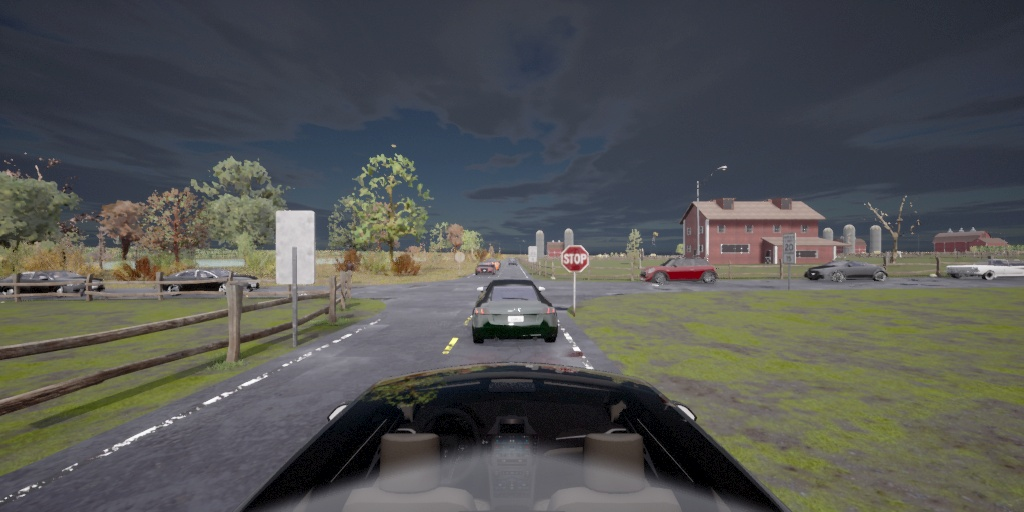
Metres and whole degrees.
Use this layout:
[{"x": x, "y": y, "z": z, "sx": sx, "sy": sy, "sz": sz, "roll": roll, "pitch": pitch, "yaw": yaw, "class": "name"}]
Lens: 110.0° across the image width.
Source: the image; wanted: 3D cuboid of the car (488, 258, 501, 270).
[{"x": -2.770, "y": 1.095, "z": 48.187, "sx": 2.097, "sy": 1.767, "sz": 4.553, "roll": 0, "pitch": 0, "yaw": 0, "class": "car"}]

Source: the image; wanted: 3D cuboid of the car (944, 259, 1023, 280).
[{"x": 31.432, "y": 0.859, "z": 23.303, "sx": 4.718, "sy": 1.301, "sz": 1.895, "roll": -1, "pitch": 0, "yaw": 1, "class": "car"}]

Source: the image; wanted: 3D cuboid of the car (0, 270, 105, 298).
[{"x": -26.843, "y": 1.603, "z": 20.998, "sx": 4.902, "sy": 1.511, "sz": 2.128, "roll": -1, "pitch": 0, "yaw": 2, "class": "car"}]

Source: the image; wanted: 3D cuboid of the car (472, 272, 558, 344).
[{"x": -0.009, "y": 1.312, "z": 9.662, "sx": 1.994, "sy": 1.385, "sz": 4.181, "roll": 0, "pitch": 0, "yaw": -3, "class": "car"}]

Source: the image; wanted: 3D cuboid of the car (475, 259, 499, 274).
[{"x": -2.787, "y": 1.308, "z": 38.389, "sx": 1.994, "sy": 1.385, "sz": 4.181, "roll": 0, "pitch": 0, "yaw": 1, "class": "car"}]

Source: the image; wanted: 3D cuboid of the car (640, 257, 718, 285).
[{"x": 10.889, "y": 0.910, "z": 23.677, "sx": 4.553, "sy": 1.767, "sz": 2.097, "roll": -1, "pitch": 0, "yaw": 4, "class": "car"}]

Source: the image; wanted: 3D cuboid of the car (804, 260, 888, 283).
[{"x": 21.672, "y": 0.967, "z": 23.389, "sx": 4.181, "sy": 1.385, "sz": 1.994, "roll": -1, "pitch": 0, "yaw": 1, "class": "car"}]

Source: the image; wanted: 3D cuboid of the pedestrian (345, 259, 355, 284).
[{"x": -12.122, "y": 1.161, "z": 26.731, "sx": 0.375, "sy": 1.860, "sz": 0.375, "roll": 0, "pitch": 1, "yaw": 1, "class": "pedestrian"}]

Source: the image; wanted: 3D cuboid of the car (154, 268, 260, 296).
[{"x": -17.435, "y": 1.473, "z": 20.827, "sx": 4.902, "sy": 1.511, "sz": 2.128, "roll": -1, "pitch": 0, "yaw": 1, "class": "car"}]
